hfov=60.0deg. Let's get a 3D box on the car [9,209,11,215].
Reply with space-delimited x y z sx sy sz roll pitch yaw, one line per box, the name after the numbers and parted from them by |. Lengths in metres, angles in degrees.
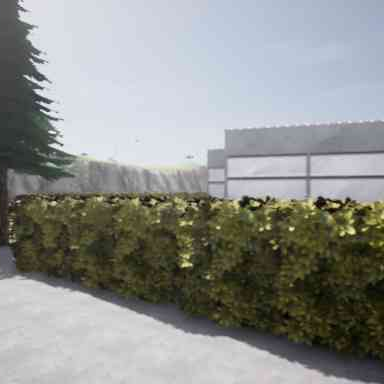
-12.740 1.430 27.129 1.994 1.385 4.181 0 0 31 | car
